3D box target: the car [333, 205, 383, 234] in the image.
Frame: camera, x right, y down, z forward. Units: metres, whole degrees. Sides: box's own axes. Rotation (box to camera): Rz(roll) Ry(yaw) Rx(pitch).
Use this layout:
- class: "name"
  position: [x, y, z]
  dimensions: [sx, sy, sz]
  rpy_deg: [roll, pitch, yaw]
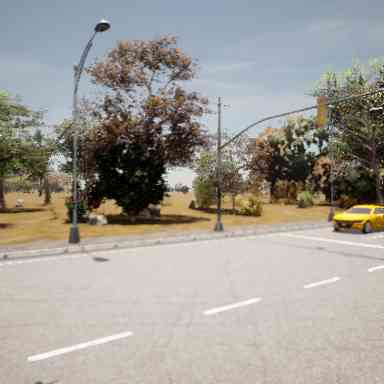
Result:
- class: "car"
  position: [10.465, 1.554, 20.081]
  dimensions: [5.008, 1.535, 1.882]
  rpy_deg: [0, 0, -37]
